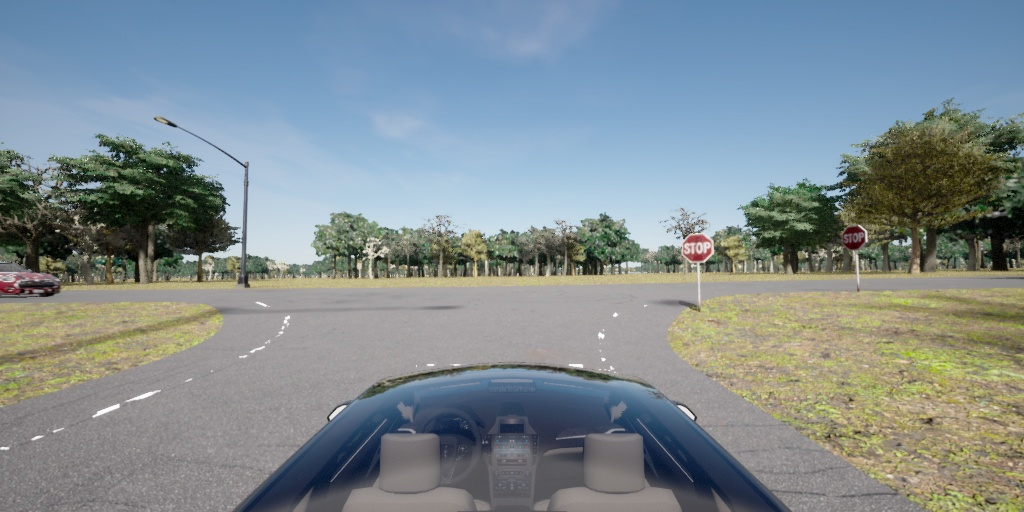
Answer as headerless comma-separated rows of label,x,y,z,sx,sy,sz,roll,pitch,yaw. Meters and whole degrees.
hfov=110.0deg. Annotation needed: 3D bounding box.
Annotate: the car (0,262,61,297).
car,-23.733,1.039,16.339,4.553,1.767,2.097,-1,-3,1
